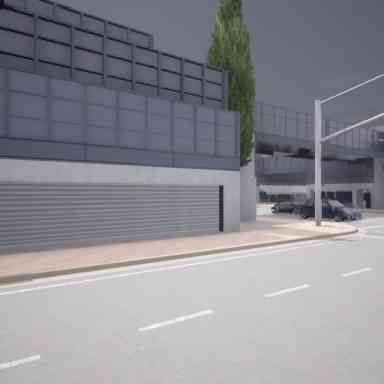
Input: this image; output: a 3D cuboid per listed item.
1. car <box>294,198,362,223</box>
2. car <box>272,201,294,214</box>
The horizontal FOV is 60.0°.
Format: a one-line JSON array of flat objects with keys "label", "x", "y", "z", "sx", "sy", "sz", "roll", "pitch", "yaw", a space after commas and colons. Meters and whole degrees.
[{"label": "car", "x": 10.742, "y": 1.352, "z": 25.979, "sx": 2.097, "sy": 1.767, "sz": 4.553, "roll": 0, "pitch": 0, "yaw": -35}, {"label": "car", "x": 9.972, "y": 1.564, "z": 32.958, "sx": 1.994, "sy": 1.385, "sz": 4.181, "roll": 0, "pitch": 0, "yaw": -37}]
